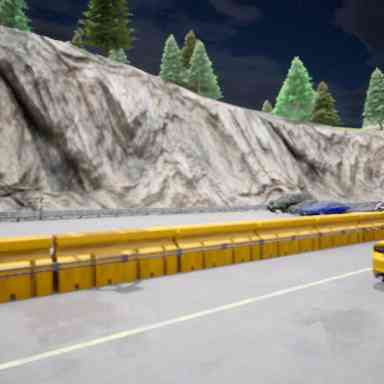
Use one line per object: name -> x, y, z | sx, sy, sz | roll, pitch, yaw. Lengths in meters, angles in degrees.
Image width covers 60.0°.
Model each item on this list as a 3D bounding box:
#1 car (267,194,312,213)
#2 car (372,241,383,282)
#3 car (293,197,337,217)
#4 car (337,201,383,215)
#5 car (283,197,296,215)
car -> 10.657, 1.212, 35.689 | 5.566, 2.045, 2.150 | 0, 0, -28
car -> 6.504, 1.474, 8.320 | 5.008, 1.535, 1.882 | 0, 0, -34
car -> 11.250, 1.469, 27.999 | 5.008, 1.535, 1.882 | 0, 0, -29
car -> 13.870, 1.482, 25.456 | 4.902, 1.511, 2.128 | 0, 0, -29
car -> 11.497, 1.495, 32.145 | 4.892, 1.490, 1.837 | 0, 0, -28
